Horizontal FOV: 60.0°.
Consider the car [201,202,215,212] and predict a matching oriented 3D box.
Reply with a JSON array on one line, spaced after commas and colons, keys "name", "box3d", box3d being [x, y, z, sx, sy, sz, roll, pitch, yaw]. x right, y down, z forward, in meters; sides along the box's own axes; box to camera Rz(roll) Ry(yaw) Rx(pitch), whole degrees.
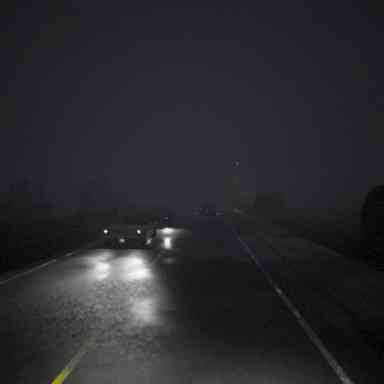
[{"name": "car", "box3d": [2.296, 2.201, 48.420, 1.895, 1.301, 4.718, 0, -1, 3]}]

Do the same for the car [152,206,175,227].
[{"name": "car", "box3d": [-2.353, 1.843, 25.920, 1.812, 1.442, 4.674, 0, -1, 3]}]

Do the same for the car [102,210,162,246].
[{"name": "car", "box3d": [-2.892, 1.799, 16.404, 1.895, 1.301, 4.718, 0, -1, 3]}]

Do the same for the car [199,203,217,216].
[{"name": "car", "box3d": [1.826, 2.041, 38.438, 1.994, 1.385, 4.181, 0, -1, 3]}]
